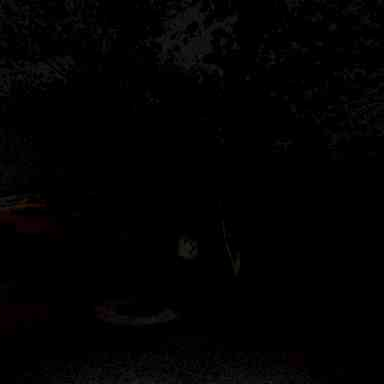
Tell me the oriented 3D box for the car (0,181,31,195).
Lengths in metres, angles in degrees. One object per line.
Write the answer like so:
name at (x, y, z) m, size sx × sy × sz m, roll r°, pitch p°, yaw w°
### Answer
car at (-27.861, -0.603, 50.980) m, size 5.566 × 2.045 × 2.435 m, roll 1°, pitch 1°, yaw -30°

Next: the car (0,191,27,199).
car at (-8.314, 1.045, 17.680) m, size 4.553 × 1.767 × 2.185 m, roll 1°, pitch 2°, yaw -30°

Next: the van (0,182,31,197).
van at (-24.941, -0.387, 46.275) m, size 4.442 × 1.987 × 1.878 m, roll 1°, pitch 1°, yaw -30°

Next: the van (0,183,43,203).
van at (-18.017, 0.119, 34.441) m, size 4.442 × 1.987 × 1.878 m, roll 1°, pitch 2°, yaw -30°

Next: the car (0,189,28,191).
car at (-12.635, 0.814, 24.633) m, size 5.366 × 1.575 × 1.946 m, roll 1°, pitch 2°, yaw -30°

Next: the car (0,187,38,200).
car at (-20.832, 0.159, 39.070) m, size 4.792 × 1.488 × 2.163 m, roll 1°, pitch 2°, yaw -30°

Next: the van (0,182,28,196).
van at (-26.541, -0.485, 48.547) m, size 4.442 × 1.987 × 1.878 m, roll 1°, pitch 1°, yaw -30°

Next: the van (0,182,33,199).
van at (-22.331, -0.198, 41.369) m, size 4.442 × 1.987 × 1.878 m, roll 1°, pitch 2°, yaw -31°

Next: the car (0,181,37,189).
car at (-15.235, 0.332, 29.511) m, size 5.566 × 2.045 × 2.435 m, roll 1°, pitch 2°, yaw -30°

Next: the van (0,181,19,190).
van at (-40.384, -1.430, 72.669) m, size 4.442 × 1.987 × 1.878 m, roll 1°, pitch 1°, yaw -30°

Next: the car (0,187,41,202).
car at (-19.500, 0.260, 36.794) m, size 4.792 × 1.488 × 2.163 m, roll 1°, pitch 2°, yaw -30°

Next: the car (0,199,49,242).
car at (-6.952, 1.288, 15.275) m, size 5.008 × 1.535 × 2.097 m, roll 1°, pitch 2°, yaw -30°

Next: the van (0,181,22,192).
van at (-34.792, -1.052, 63.110) m, size 4.442 × 1.987 × 1.878 m, roll 1°, pitch 1°, yaw -30°

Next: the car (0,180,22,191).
car at (-39.110, -1.363, 70.205) m, size 5.566 × 2.045 × 2.435 m, roll 1°, pitch 1°, yaw -30°

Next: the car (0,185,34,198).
car at (-23.646, -0.069, 43.834) m, size 5.008 × 1.535 × 2.097 m, roll 1°, pitch 1°, yaw -30°

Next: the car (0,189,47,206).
car at (-16.691, 0.493, 31.879) m, size 4.792 × 1.488 × 2.163 m, roll 1°, pitch 2°, yaw -30°
